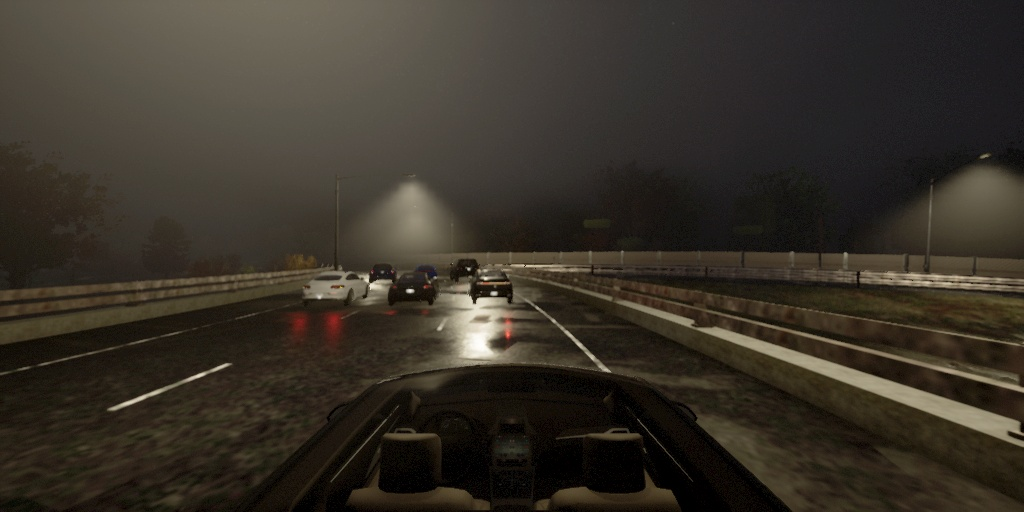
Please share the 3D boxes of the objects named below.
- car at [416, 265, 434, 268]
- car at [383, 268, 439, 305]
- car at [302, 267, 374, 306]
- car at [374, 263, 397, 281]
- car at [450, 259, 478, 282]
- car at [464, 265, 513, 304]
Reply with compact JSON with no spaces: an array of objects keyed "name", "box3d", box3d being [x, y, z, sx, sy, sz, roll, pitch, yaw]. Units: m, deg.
[{"name":"car","box3d":[-7.908,1.522,32.606,1.882,1.535,5.008,0,0,-17]},{"name":"car","box3d":[-4.571,1.461,17.063,1.994,1.385,4.181,0,-1,-8]},{"name":"car","box3d":[-8.049,1.420,16.660,1.812,1.442,4.674,0,0,-8]},{"name":"car","box3d":[-11.155,1.383,31.269,2.097,1.767,4.553,0,-1,-16]},{"name":"car","box3d":[-4.399,1.264,33.126,2.150,2.045,5.566,0,0,-16]},{"name":"car","box3d":[-1.099,1.392,17.516,2.128,1.511,4.902,0,0,-8]}]
